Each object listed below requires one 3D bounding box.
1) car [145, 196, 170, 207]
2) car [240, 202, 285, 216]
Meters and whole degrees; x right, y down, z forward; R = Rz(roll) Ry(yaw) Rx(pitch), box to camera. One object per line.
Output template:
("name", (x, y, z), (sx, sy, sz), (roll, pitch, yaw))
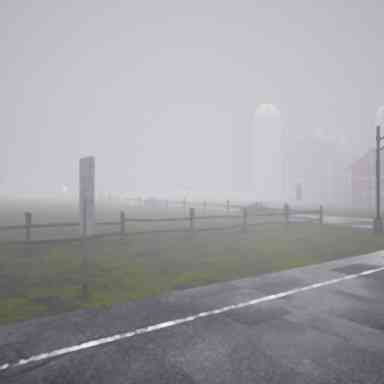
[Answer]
("car", (-5.114, 1.308, 48.725), (2.128, 1.511, 4.902), (0, 1, -36))
("car", (6.908, 1.613, 32.001), (1.895, 1.301, 4.718), (0, 1, -36))
